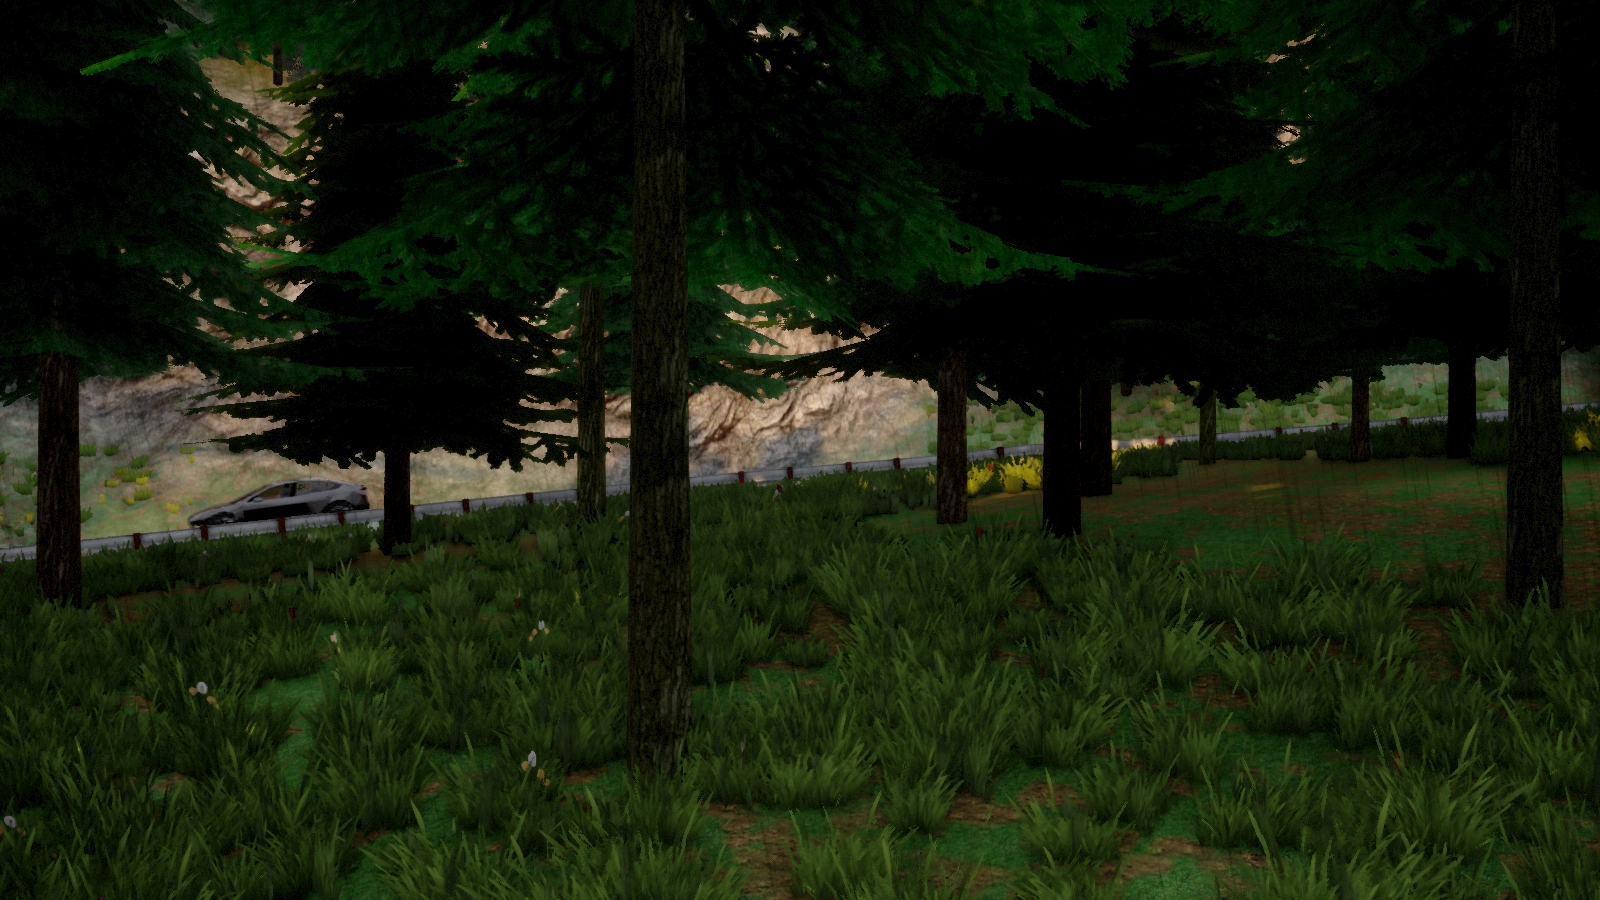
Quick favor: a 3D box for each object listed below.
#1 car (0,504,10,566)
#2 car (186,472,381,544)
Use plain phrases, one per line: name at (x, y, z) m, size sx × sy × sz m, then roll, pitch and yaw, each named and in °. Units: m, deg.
car at (-21.851, 2.289, 27.236) m, size 2.007 × 1.525 × 4.514 m, roll -2°, pitch 3°, yaw 40°
car at (-14.902, 1.609, 33.026) m, size 4.792 × 1.488 × 2.163 m, roll -5°, pitch 3°, yaw -31°
